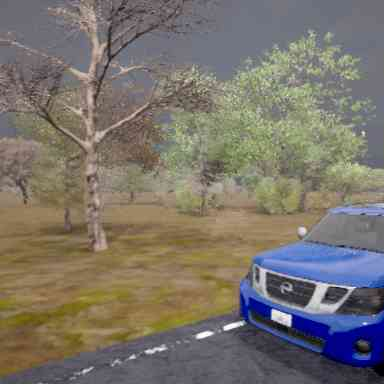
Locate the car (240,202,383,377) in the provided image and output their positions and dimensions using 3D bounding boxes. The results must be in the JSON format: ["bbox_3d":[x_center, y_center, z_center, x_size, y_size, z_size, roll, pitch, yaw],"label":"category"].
[{"bbox_3d":[3.367,1.223,5.776,5.566,2.045,2.150,0,0,-35],"label":"car"}]
